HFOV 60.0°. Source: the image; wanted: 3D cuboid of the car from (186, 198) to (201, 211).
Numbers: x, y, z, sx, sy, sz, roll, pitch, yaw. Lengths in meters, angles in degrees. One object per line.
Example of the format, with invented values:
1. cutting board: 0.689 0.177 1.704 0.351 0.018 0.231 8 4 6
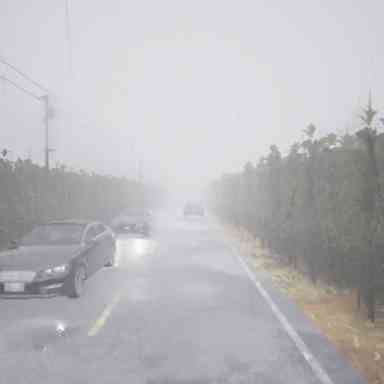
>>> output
1. car: 0.162 1.600 42.945 1.812 1.442 4.674 0 0 0

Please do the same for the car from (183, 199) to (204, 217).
1. car: 0.154 1.619 31.949 1.994 1.385 4.181 0 0 0

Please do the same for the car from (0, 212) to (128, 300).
1. car: -3.285 1.505 8.624 2.128 1.511 4.902 0 0 0

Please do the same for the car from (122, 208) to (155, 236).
1. car: -3.172 1.595 18.310 1.994 1.385 4.181 0 0 0
